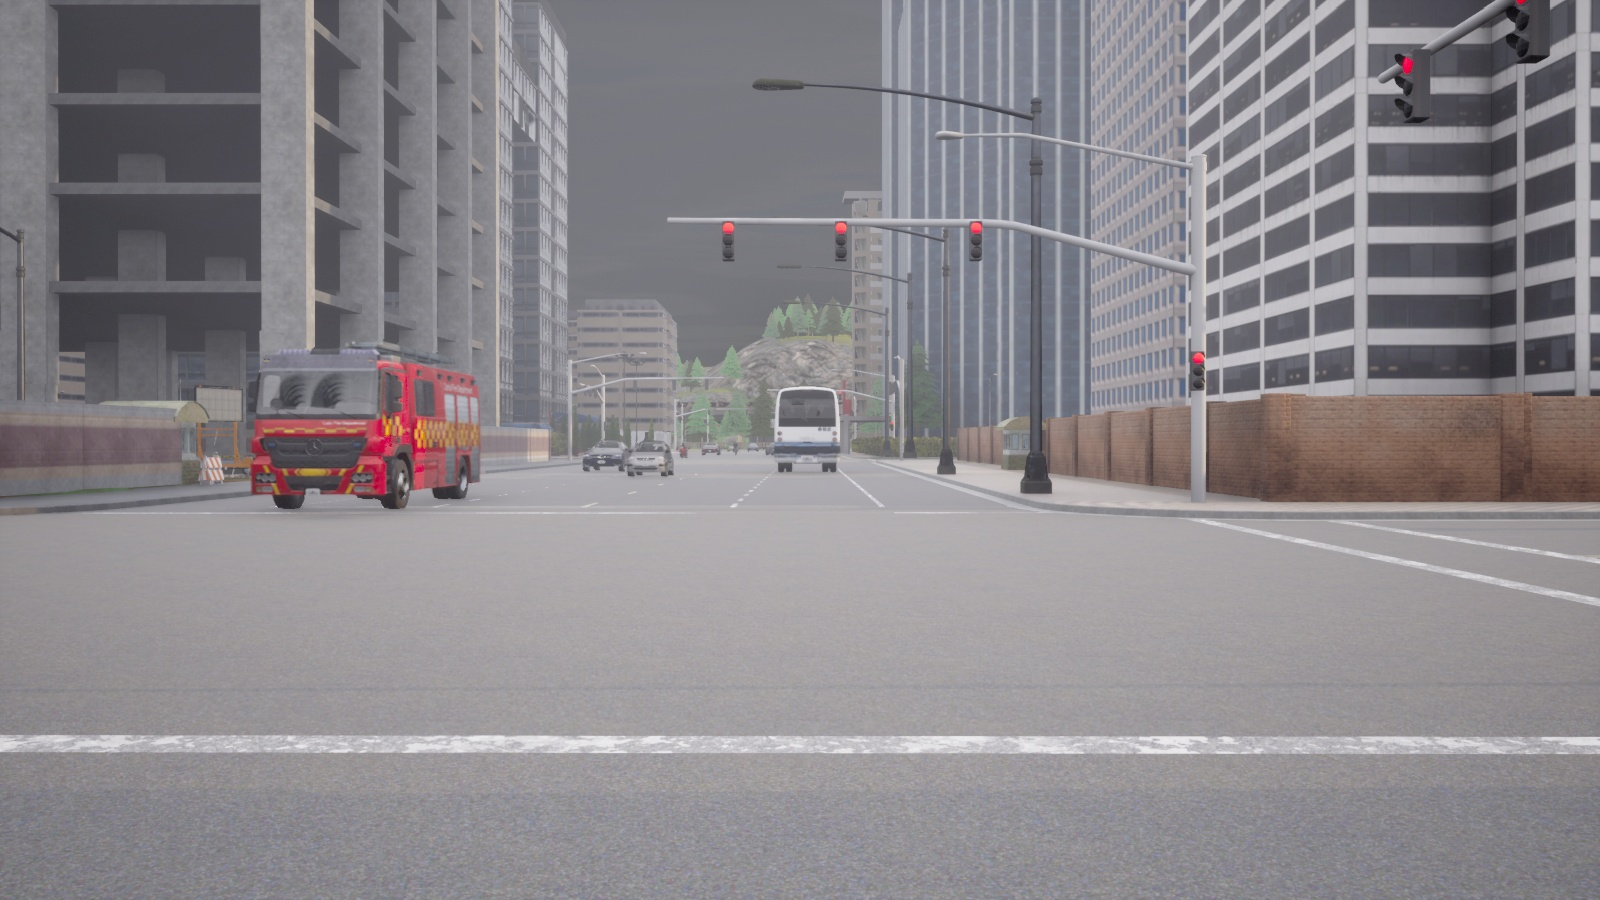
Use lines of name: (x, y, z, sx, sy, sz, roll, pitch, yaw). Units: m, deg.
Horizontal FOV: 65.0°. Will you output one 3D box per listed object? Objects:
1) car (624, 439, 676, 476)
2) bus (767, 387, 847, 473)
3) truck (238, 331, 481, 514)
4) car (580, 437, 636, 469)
car: (-6.676, 0.322, 56.188, 1.851, 1.617, 3.988, 0, 0, 0)
bus: (0.385, -1.009, 67.170, 3.944, 4.253, 10.273, 0, 0, 0)
truck: (-10.316, -0.599, 30.558, 2.891, 3.827, 8.468, 0, 0, 0)
car: (-10.120, 0.142, 66.466, 2.152, 1.651, 5.027, 0, 0, 0)
